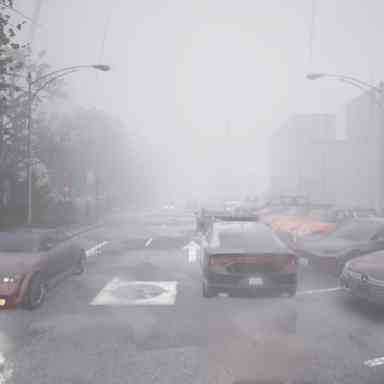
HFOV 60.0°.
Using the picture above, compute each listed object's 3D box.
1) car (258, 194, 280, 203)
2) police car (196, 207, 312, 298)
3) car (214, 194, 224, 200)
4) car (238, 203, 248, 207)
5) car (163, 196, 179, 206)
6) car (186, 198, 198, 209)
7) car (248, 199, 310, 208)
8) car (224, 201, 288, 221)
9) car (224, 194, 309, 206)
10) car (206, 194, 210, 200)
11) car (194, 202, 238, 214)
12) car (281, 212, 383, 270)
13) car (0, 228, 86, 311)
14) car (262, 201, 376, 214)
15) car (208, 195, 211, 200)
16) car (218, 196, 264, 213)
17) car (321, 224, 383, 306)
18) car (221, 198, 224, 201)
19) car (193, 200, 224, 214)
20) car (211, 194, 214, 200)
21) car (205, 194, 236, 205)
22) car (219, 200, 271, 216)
[{"bbox_3d":[18.450,1.459,79.894,2.435,2.045,5.566,0,0,-21],"label":"car"},{"bbox_3d":[1.167,1.427,8.668,1.930,1.638,5.238,0,0,0],"label":"police car"},{"bbox_3d":[5.363,1.269,30.840,5.566,2.045,2.435,1,0,-20],"label":"car"},{"bbox_3d":[5.338,1.537,18.845,4.674,1.452,2.002,1,0,-20],"label":"car"},{"bbox_3d":[-4.021,1.627,59.400,2.128,1.511,4.902,0,0,1],"label":"car"},{"bbox_3d":[0.084,1.576,46.164,2.128,1.511,4.902,0,0,0],"label":"car"},{"bbox_3d":[5.364,1.368,15.849,4.553,1.767,2.185,1,0,-20],"label":"car"},{"bbox_3d":[5.346,1.543,27.838,4.792,1.488,2.163,1,0,-20],"label":"car"},{"bbox_3d":[5.342,1.250,21.824,5.566,2.045,2.435,1,0,-20],"label":"car"},{"bbox_3d":[5.275,1.609,57.819,5.366,1.575,1.946,1,0,-20],"label":"car"},{"bbox_3d":[1.189,1.517,18.559,1.837,1.490,4.892,0,0,0],"label":"car"},{"bbox_3d":[5.287,1.517,9.827,4.792,1.488,2.163,1,0,-20],"label":"car"},{"bbox_3d":[-3.954,1.565,7.650,1.994,1.385,4.181,0,0,0],"label":"car"},{"bbox_3d":[5.355,1.365,12.847,4.553,1.767,2.185,1,0,-20],"label":"car"},{"bbox_3d":[5.434,1.580,48.875,5.008,1.535,2.097,1,-1,-20],"label":"car"},{"bbox_3d":[5.377,1.412,36.854,4.553,1.767,2.185,1,0,-20],"label":"car"},{"bbox_3d":[5.311,1.527,6.836,4.674,1.452,2.002,1,0,-20],"label":"car"},{"bbox_3d":[5.189,1.501,24.781,5.366,1.575,1.946,1,0,-20],"label":"car"},{"bbox_3d":[1.207,1.547,24.558,1.812,1.442,4.674,0,0,0],"label":"car"},{"bbox_3d":[5.470,1.444,45.872,4.553,1.767,2.185,1,0,-20],"label":"car"},{"bbox_3d":[5.469,1.387,63.913,5.566,2.045,2.435,1,0,-20],"label":"car"},{"bbox_3d":[5.372,1.558,33.840,4.792,1.488,2.163,1,0,-20],"label":"car"}]
